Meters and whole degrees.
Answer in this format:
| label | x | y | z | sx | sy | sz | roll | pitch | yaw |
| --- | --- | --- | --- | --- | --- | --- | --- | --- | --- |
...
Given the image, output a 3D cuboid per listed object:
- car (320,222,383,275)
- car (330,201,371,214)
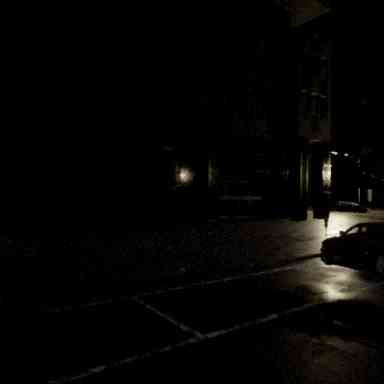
| label | x | y | z | sx | sy | sz | roll | pitch | yaw |
| --- | --- | --- | --- | --- | --- | --- | --- | --- | --- |
| car | 6.060 | 1.688 | 10.967 | 4.507 | 1.381 | 1.887 | 1 | 0 | -35 |
| car | 19.438 | 1.930 | 41.203 | 2.128 | 1.511 | 4.902 | 1 | 0 | -36 |
